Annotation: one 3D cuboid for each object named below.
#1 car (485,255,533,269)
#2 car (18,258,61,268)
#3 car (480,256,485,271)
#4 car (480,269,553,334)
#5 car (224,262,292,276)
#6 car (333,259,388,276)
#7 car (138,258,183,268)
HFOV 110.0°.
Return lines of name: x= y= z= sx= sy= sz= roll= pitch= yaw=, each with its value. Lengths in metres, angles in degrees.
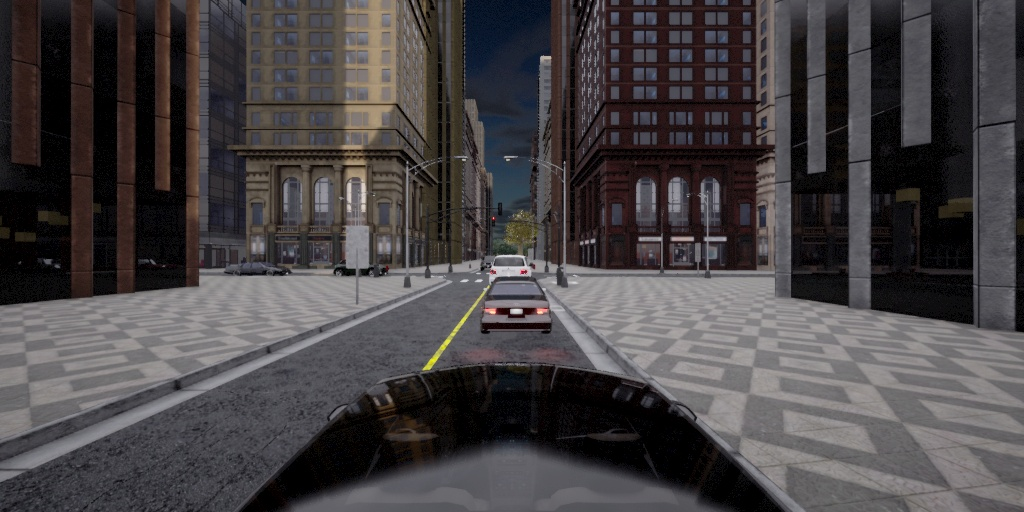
car: x=0.015 y=0.971 z=20.854 sx=2.150 sy=2.045 sz=5.566 roll=0 pitch=0 yaw=4
car: x=-43.161 y=0.979 z=33.370 sx=4.553 sy=1.767 sz=2.097 roll=0 pitch=0 yaw=0
car: x=-3.132 y=0.969 z=49.484 sx=2.150 sy=2.045 sz=5.566 roll=0 pitch=0 yaw=-1
car: x=0.091 y=1.297 z=10.609 sx=2.033 sy=1.411 sz=5.357 roll=0 pitch=0 yaw=0
car: x=-23.573 y=1.220 z=33.332 sx=5.357 sy=1.411 sz=2.033 roll=0 pitch=0 yaw=0
car: x=-13.992 y=1.052 z=33.339 sx=4.553 sy=1.767 sz=2.097 roll=0 pitch=0 yaw=0
car: x=-33.360 y=1.001 z=33.340 sx=4.553 sy=1.767 sz=2.097 roll=0 pitch=0 yaw=0
